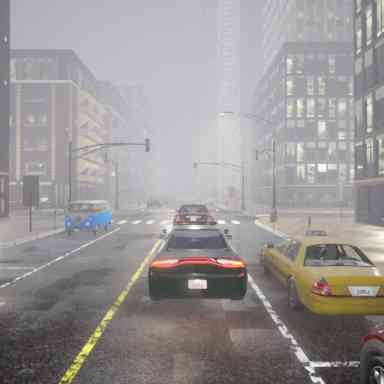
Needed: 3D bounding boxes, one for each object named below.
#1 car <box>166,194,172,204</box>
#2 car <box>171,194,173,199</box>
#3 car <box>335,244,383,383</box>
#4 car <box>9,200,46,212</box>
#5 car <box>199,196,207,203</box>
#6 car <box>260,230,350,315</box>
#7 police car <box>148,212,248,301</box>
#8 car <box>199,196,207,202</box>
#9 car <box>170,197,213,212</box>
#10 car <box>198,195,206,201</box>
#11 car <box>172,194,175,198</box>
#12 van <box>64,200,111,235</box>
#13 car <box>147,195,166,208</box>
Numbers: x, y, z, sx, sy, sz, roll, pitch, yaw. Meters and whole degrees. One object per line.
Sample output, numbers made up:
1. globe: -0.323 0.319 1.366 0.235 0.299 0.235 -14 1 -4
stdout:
1. car: -5.698 1.719 67.821 1.947 1.339 4.313 0 0 0
2. car: -5.699 1.761 73.484 1.802 1.307 4.206 0 0 0
3. car: 2.706 1.441 1.860 1.967 1.590 4.097 1 0 0
4. car: -19.061 1.538 37.834 4.507 1.381 1.887 0 -1 0
5. car: 2.680 1.732 79.318 1.752 1.417 4.829 0 0 0
6. car: 2.706 1.529 7.554 1.752 1.417 4.829 1 0 0
7. police car: 0.100 1.509 8.482 2.038 1.542 4.974 0 0 0
8. car: 2.678 1.801 84.812 1.947 1.339 4.313 0 0 0
9. car: 0.082 1.369 18.592 2.097 1.767 4.553 0 0 0
10. car: 2.678 1.705 90.475 1.967 1.590 4.097 0 0 0
11. car: -5.700 1.646 79.147 1.967 1.590 4.097 0 0 0
12. van: -5.663 1.358 18.429 1.690 1.788 3.998 1 0 0
13. car: -5.692 1.408 50.834 2.192 1.841 5.009 0 0 0
